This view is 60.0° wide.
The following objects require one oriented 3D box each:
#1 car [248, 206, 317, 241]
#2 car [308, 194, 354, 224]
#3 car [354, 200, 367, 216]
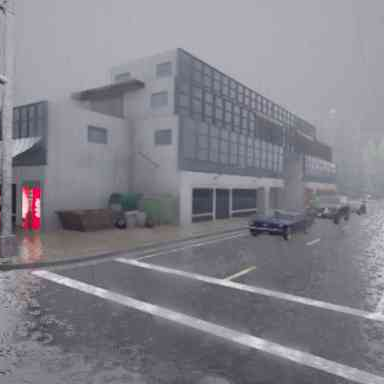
[{"bbox_3d":[4.651,1.592,17.153,1.895,1.301,4.718,2,1,35],"label":"car"},{"bbox_3d":[10.370,1.210,25.190,2.150,2.045,5.566,2,1,35],"label":"car"},{"bbox_3d":[16.121,1.513,33.280,1.812,1.442,4.674,2,1,36],"label":"car"}]
